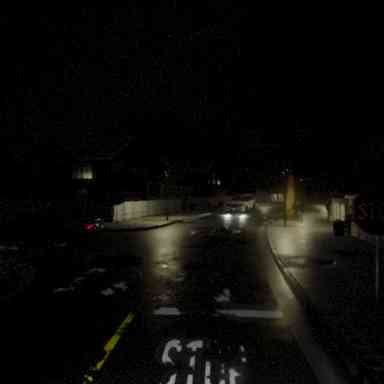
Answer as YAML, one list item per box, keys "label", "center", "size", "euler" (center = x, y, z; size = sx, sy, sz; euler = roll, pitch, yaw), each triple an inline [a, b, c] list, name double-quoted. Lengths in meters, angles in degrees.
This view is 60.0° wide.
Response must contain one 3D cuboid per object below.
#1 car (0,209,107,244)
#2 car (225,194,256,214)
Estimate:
- label: "car"
  center: [-6.619, 1.466, 14.936]
  size: [5.357, 1.411, 2.033]
  euler: [1, 0, 8]
- label: "car"
  center: [5.345, 1.265, 36.026]
  size: [2.150, 2.045, 5.566]
  euler: [0, 2, 25]
